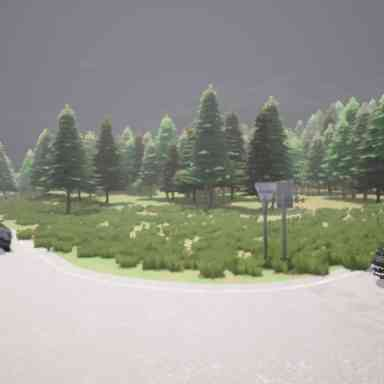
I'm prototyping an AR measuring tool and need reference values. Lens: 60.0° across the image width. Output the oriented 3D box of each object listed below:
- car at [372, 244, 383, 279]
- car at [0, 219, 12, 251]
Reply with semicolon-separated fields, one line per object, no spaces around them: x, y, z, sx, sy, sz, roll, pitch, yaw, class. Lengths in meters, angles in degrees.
6.622;1.477;8.714;4.892;1.490;1.837;0;0;-35;car
-8.573;1.587;13.405;1.994;1.385;4.181;-1;0;-35;car
